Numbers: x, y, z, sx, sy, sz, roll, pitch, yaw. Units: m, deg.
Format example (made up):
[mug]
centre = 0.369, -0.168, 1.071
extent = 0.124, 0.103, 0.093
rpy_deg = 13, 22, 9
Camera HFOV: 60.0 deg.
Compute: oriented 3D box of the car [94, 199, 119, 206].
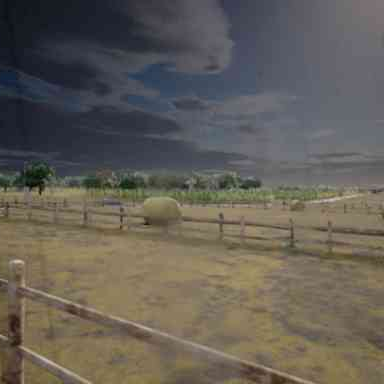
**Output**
[car]
centre = -16.497, 2.021, 65.020
extent = 2.033, 1.411, 5.357
rpy_deg = 2, 0, 36
